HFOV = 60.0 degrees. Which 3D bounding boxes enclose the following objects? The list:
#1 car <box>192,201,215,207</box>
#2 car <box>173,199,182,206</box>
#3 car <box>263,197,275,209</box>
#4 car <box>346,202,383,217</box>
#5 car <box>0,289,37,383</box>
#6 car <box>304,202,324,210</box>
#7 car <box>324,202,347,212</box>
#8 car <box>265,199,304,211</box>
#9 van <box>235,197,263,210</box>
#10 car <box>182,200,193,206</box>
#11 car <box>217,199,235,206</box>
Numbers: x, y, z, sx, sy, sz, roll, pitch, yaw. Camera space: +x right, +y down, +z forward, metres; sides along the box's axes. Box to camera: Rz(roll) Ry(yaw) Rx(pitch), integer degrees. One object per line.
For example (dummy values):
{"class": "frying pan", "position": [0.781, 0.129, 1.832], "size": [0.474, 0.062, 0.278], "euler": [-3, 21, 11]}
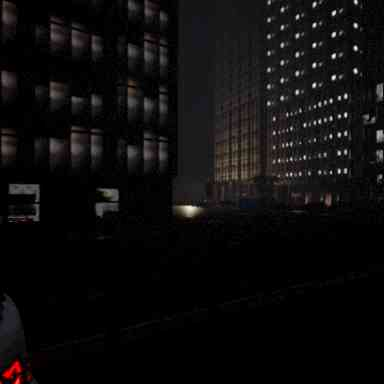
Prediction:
{"class": "car", "position": [2.418, 2.520, 69.711], "size": [2.008, 1.369, 4.403], "euler": [-1, -1, -24]}
{"class": "car", "position": [-2.183, 2.723, 79.976], "size": [1.887, 1.381, 4.507], "euler": [-1, -1, -24]}
{"class": "car", "position": [12.986, 1.973, 60.150], "size": [2.150, 2.045, 5.566], "euler": [0, -2, -24]}
{"class": "car", "position": [18.522, 1.817, 33.785], "size": [2.008, 1.369, 4.403], "euler": [-1, -1, -24]}
{"class": "car", "position": [-3.453, 1.218, 0.902], "size": [5.566, 2.045, 2.150], "euler": [0, 0, -36]}
{"class": "car", "position": [19.267, 2.169, 52.610], "size": [1.947, 1.339, 4.313], "euler": [-1, -1, -24]}
{"class": "car", "position": [21.568, 2.069, 47.477], "size": [1.947, 1.339, 4.313], "euler": [-1, -1, -24]}
{"class": "car", "position": [13.956, 2.124, 50.352], "size": [2.033, 1.411, 5.357], "euler": [0, -1, -24]}
{"class": "van", "position": [9.316, 2.003, 54.318], "size": [1.690, 1.788, 3.998], "euler": [-1, -1, -24]}
{"class": "car", "position": [0.186, 2.595, 74.689], "size": [1.752, 1.417, 4.829], "euler": [-1, -1, -24]}
{"class": "car", "position": [7.487, 2.045, 65.011], "size": [2.128, 1.511, 4.902], "euler": [0, -1, -24]}
